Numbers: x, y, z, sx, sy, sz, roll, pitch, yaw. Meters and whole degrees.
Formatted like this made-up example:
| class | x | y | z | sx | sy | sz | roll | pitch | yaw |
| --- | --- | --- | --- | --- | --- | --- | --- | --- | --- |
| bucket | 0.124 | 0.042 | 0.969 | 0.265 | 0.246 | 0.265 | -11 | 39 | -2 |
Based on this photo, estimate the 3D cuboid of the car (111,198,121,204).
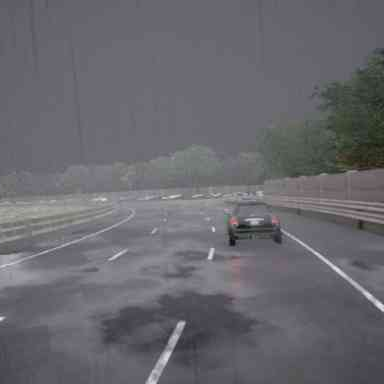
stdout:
| class | x | y | z | sx | sy | sz | roll | pitch | yaw |
| --- | --- | --- | --- | --- | --- | --- | --- | --- | --- |
| car | -19.629 | 2.303 | 84.670 | 2.128 | 1.511 | 4.902 | -3 | 0 | -35 |

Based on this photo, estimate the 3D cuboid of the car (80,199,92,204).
| class | x | y | z | sx | sy | sz | roll | pitch | yaw |
| --- | --- | --- | --- | --- | --- | --- | --- | --- | --- |
| car | -28.568 | 2.683 | 90.527 | 2.033 | 1.411 | 5.357 | -3 | 0 | -43 |

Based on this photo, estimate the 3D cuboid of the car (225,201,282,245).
| class | x | y | z | sx | sy | sz | roll | pitch | yaw |
| --- | --- | --- | --- | --- | --- | --- | --- | --- | --- |
| car | 2.595 | 1.204 | 15.035 | 2.097 | 1.767 | 4.553 | -3 | 0 | 4 |

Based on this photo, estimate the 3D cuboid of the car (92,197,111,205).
| class | x | y | z | sx | sy | sz | roll | pitch | yaw |
| --- | --- | --- | --- | --- | --- | --- | --- | --- | --- |
| car | -22.577 | 2.521 | 82.794 | 1.895 | 1.301 | 4.718 | -3 | 0 | -35 |
